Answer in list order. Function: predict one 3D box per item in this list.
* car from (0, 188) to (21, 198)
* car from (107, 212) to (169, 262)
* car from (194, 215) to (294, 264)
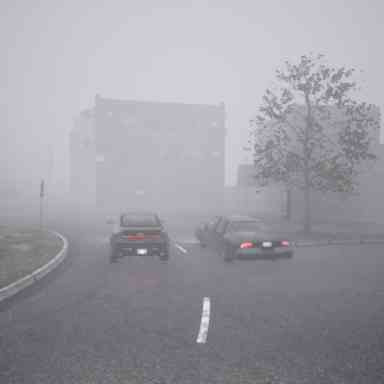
[{"bbox_3d":[-27.238,0.110,49.799,2.033,1.411,5.357,0,5,-13],"label":"car"},{"bbox_3d":[-2.003,1.474,12.084,1.837,1.490,4.892,1,0,-13],"label":"car"},{"bbox_3d":[1.547,1.525,11.883,2.033,1.411,5.357,0,0,-13],"label":"car"}]
